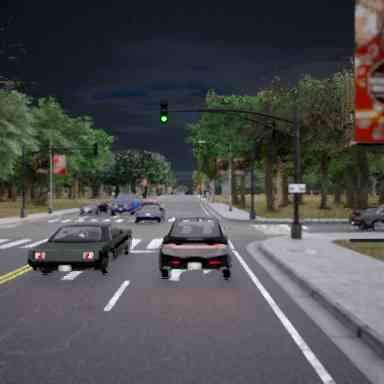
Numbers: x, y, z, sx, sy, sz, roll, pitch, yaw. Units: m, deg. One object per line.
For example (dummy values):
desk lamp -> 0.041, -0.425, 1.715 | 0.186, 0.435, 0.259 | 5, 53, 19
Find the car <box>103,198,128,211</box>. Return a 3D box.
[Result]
car -> -9.848, 1.536, 43.367 | 2.128, 1.511, 4.902 | 0, 0, 0

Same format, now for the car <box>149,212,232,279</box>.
car -> 0.172, 1.498, 10.102 | 2.128, 1.511, 4.902 | 0, 0, 3

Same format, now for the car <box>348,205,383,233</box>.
car -> 11.530, 1.503, 18.897 | 4.892, 1.490, 1.837 | 0, -1, -1

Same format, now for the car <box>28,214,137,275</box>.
car -> -3.152, 1.609, 10.488 | 1.895, 1.301, 4.718 | 0, 0, 0

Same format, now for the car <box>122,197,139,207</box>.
car -> -9.801, 1.564, 53.302 | 1.837, 1.490, 4.892 | 0, 0, 1

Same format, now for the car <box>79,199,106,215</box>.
car -> -9.842, 1.524, 33.816 | 2.128, 1.511, 4.902 | 0, 0, 2

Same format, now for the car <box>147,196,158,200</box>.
car -> -6.551, 1.412, 53.530 | 2.097, 1.767, 4.553 | 0, 0, 1

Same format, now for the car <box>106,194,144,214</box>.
car -> -6.599, 1.254, 33.474 | 2.150, 2.045, 5.566 | 0, 0, 0

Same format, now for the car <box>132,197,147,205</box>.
car -> -9.799, 1.634, 62.148 | 1.994, 1.385, 4.181 | 0, 0, 1

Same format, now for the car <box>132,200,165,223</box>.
car -> -3.156, 1.588, 25.918 | 1.994, 1.385, 4.181 | 0, 0, 0

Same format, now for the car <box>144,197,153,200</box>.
car -> -6.598, 1.646, 43.282 | 1.895, 1.301, 4.718 | 0, 0, 0
